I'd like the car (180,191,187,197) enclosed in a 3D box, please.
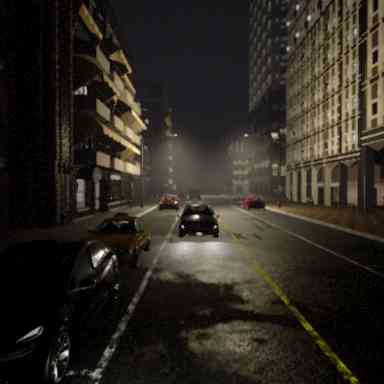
[{"bbox_3d":[-2.141,0.467,85.882,1.802,1.307,4.206,0,1,0],"label":"car"}]

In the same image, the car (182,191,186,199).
[{"bbox_3d":[-2.144,0.668,67.318,2.008,1.369,4.403,0,1,0],"label":"car"}]

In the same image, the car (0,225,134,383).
[{"bbox_3d":[-2.320,1.491,5.189,1.947,1.339,4.313,0,1,0],"label":"car"}]

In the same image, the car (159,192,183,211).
[{"bbox_3d":[-2.240,0.992,33.427,1.967,1.590,4.097,0,1,0],"label":"car"}]

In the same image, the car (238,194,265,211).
[{"bbox_3d":[6.141,1.110,33.405,1.887,1.381,4.507,0,1,0],"label":"car"}]

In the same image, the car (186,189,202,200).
[{"bbox_3d":[0.529,0.434,60.260,2.150,2.045,5.566,0,0,0],"label":"car"}]

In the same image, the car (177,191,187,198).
[{"bbox_3d":[-2.127,0.598,72.965,2.008,1.369,4.403,0,1,0],"label":"car"}]

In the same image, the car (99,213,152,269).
[{"bbox_3d":[-2.305,1.377,10.667,1.752,1.417,4.829,0,1,0],"label":"car"}]

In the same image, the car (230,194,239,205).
[{"bbox_3d":[6.172,0.969,44.702,2.008,1.369,4.403,0,1,0],"label":"car"}]

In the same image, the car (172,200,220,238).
[{"bbox_3d":[0.307,1.325,16.504,2.033,1.411,5.357,0,1,0],"label":"car"}]
